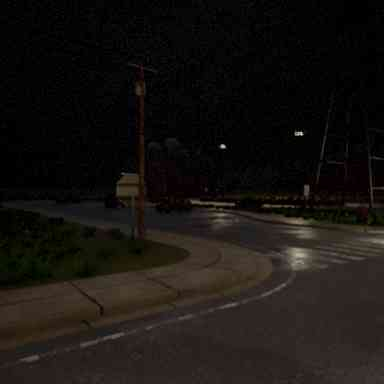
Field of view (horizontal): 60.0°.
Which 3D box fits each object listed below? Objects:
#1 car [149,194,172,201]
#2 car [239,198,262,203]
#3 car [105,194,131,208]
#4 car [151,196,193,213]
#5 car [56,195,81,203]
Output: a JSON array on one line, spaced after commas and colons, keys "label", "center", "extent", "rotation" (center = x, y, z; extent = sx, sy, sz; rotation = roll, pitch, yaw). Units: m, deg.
[{"label": "car", "center": [-5.692, 1.250, 62.812], "extent": [4.605, 1.855, 1.932], "rotation": [0, 0, -36]}, {"label": "car", "center": [7.735, 1.460, 44.782], "extent": [3.905, 1.438, 1.784], "rotation": [0, 0, -36]}, {"label": "car", "center": [-10.365, 1.278, 46.760], "extent": [3.866, 1.878, 1.905], "rotation": [0, 0, -36]}, {"label": "car", "center": [-1.940, 1.469, 36.219], "extent": [4.193, 1.474, 1.816], "rotation": [0, 0, -36]}, {"label": "car", "center": [-24.667, 1.446, 66.289], "extent": [4.611, 1.667, 2.242], "rotation": [0, 0, -36]}]
